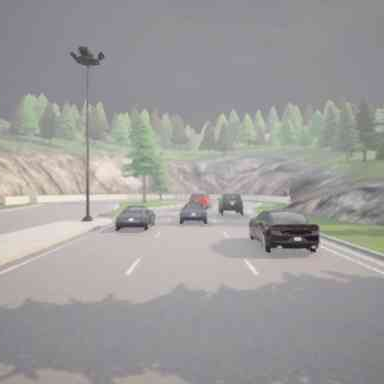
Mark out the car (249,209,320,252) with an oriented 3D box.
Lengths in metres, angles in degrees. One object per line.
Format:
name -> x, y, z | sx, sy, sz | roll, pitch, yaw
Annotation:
car -> 3.600, 1.447, 13.790 | 1.882, 1.535, 5.008 | 0, 0, 0

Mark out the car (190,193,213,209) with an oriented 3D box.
car -> 1.159, 1.129, 40.799 | 2.150, 2.045, 5.566 | 0, 0, 12

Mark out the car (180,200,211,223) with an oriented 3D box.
car -> 0.109, 1.509, 24.864 | 1.994, 1.385, 4.181 | 0, 0, 0

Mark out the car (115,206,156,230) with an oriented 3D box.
car -> -3.397, 1.519, 20.557 | 1.994, 1.385, 4.181 | 0, 0, 0

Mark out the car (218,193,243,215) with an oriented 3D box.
car -> 3.774, 1.149, 32.831 | 2.150, 2.045, 5.566 | 0, 0, 2
